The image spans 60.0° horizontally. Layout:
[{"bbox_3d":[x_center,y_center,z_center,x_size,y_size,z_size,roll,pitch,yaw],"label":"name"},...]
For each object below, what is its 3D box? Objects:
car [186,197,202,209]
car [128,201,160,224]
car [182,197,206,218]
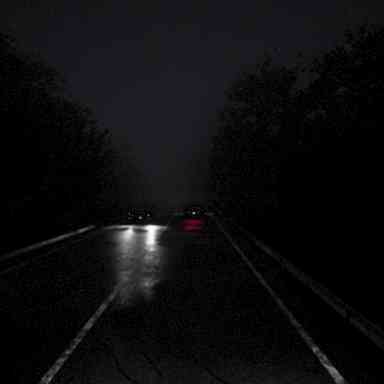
[{"bbox_3d":[0.248,1.431,45.910,2.128,1.511,4.902,0,0,1],"label":"car"},{"bbox_3d":[-3.418,1.477,24.567,1.837,1.490,4.892,0,0,1],"label":"car"},{"bbox_3d":[0.181,1.473,29.783,1.837,1.490,4.892,0,0,1],"label":"car"}]
